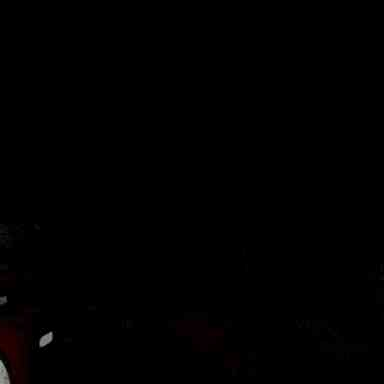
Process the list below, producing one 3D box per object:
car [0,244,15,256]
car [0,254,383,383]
[{"bbox_3d":[-4.696,1.492,6.295,4.507,1.381,1.887,0,0,35],"label":"car"},{"bbox_3d":[-0.263,1.531,3.147,4.507,1.381,1.887,0,0,35],"label":"car"}]
